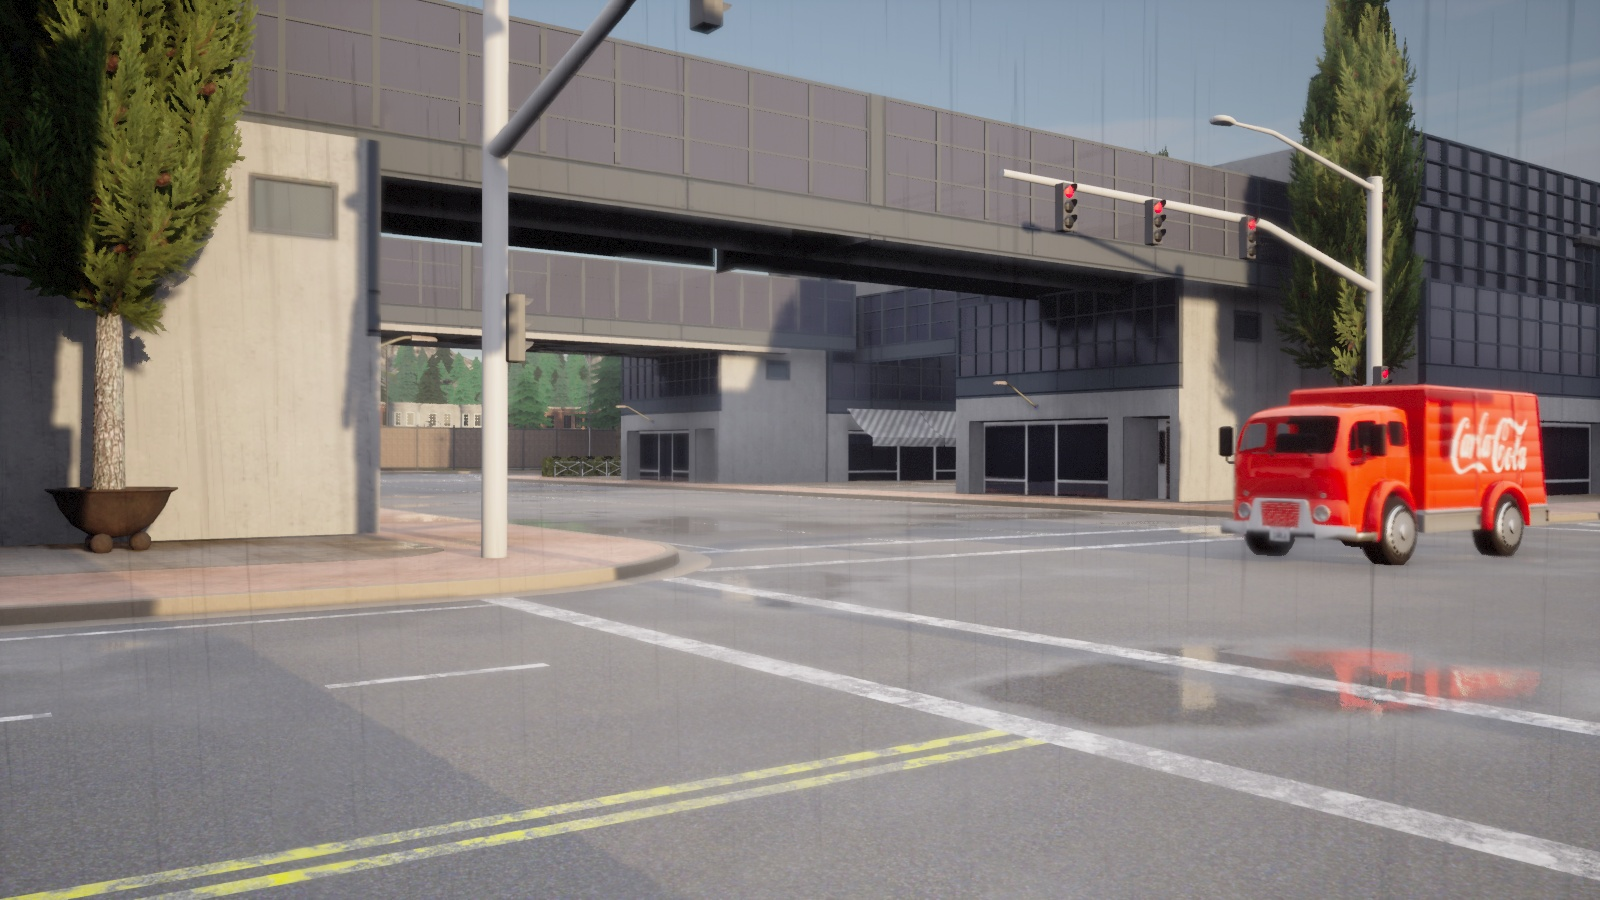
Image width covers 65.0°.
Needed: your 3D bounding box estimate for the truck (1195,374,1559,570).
[{"bbox_3d":[8.532,0.285,18.418,5.204,2.467,2.627,0,0,-36],"label":"truck"}]
